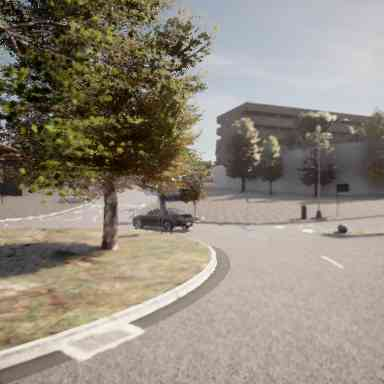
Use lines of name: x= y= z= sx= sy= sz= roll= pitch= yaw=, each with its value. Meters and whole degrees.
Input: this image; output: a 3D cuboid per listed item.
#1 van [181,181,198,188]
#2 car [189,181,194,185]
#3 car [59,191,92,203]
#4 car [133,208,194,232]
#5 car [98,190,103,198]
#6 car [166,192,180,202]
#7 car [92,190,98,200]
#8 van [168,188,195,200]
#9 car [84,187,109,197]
van: x=-0.726 y=-2.121 z=94.447 sx=4.442 sy=1.987 sz=1.878 roll=-1 pitch=4 yaw=-19
car: x=-0.910 y=-1.741 z=88.439 sx=5.566 sy=2.045 sz=2.435 roll=-1 pitch=4 yaw=-19
car: x=-19.104 y=0.938 z=54.053 sx=4.674 sy=1.452 sz=2.002 roll=-2 pitch=4 yaw=-20
car: x=-2.090 y=1.859 z=23.241 sx=4.892 sy=1.490 sz=1.837 roll=-1 pitch=-3 yaw=40
car: x=-19.033 y=0.376 z=59.935 sx=4.553 sy=1.767 sz=2.185 roll=-2 pitch=4 yaw=-19
car: x=-2.120 y=0.744 z=55.487 sx=5.008 sy=1.535 sz=2.097 roll=-1 pitch=4 yaw=-18
car: x=-19.056 y=0.728 z=57.007 sx=4.792 sy=1.488 sz=2.163 roll=-2 pitch=4 yaw=-19
van: x=-1.877 y=0.315 z=58.498 sx=4.442 sy=1.987 sz=1.878 roll=-1 pitch=4 yaw=-17
car: x=-18.985 y=-0.020 z=65.822 sx=4.553 sy=1.767 sz=2.185 roll=-2 pitch=4 yaw=-19
